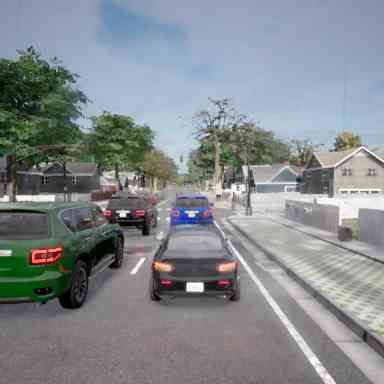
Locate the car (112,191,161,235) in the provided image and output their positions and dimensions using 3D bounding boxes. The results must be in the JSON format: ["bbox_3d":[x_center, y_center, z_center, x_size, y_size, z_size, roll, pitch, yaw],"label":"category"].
[{"bbox_3d":[-3.222,1.159,18.348,2.150,2.045,5.566,0,0,1],"label":"car"}]

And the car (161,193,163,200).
[{"bbox_3d":[-6.566,1.124,56.222,1.994,1.385,4.181,0,1,1],"label":"car"}]

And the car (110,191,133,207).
[{"bbox_3d":[-9.835,0.891,46.867,2.150,2.045,5.566,0,1,0],"label":"car"}]

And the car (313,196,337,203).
[{"bbox_3d":[13.447,1.264,31.427,4.674,1.442,1.812,0,1,-2],"label":"car"}]

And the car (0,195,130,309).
[{"bbox_3d":[-3.186,1.210,7.997,2.150,2.045,5.566,0,0,1],"label":"car"}]

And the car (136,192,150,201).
[{"bbox_3d":[-9.750,0.858,66.521,2.128,1.511,4.902,0,1,1],"label":"car"}]

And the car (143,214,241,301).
[{"bbox_3d":[0.067,1.514,8.190,1.812,1.442,4.674,0,0,0],"label":"car"}]

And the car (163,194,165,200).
[{"bbox_3d":[-6.510,0.862,66.342,2.128,1.511,4.902,0,1,1],"label":"car"}]

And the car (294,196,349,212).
[{"bbox_3d":[13.286,1.200,34.372,4.902,1.511,2.128,0,1,-2],"label":"car"}]

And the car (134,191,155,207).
[{"bbox_3d":[-6.585,0.892,46.814,2.150,2.045,5.566,0,1,0],"label":"car"}]

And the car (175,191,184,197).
[{"bbox_3d":[-3.227,0.437,86.411,1.994,1.385,4.181,0,1,0],"label":"car"}]

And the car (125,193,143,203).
[{"bbox_3d":[-9.820,1.047,56.546,2.128,1.511,4.902,0,1,0],"label":"car"}]

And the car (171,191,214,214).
[{"bbox_3d":[0.026,1.160,18.223,2.150,2.045,5.566,0,0,1],"label":"car"}]
